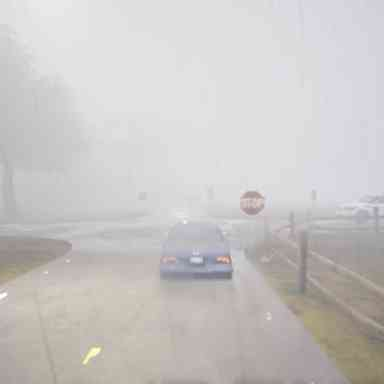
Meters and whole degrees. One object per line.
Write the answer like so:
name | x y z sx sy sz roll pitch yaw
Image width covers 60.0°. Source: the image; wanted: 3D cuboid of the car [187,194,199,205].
car | 0.135 1.506 66.607 2.150 2.045 5.566 0 0 0

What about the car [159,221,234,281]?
car | 0.103 1.572 9.919 2.033 1.411 5.357 0 0 0

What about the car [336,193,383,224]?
car | 13.038 1.101 23.159 5.566 2.045 2.150 -1 1 -1
